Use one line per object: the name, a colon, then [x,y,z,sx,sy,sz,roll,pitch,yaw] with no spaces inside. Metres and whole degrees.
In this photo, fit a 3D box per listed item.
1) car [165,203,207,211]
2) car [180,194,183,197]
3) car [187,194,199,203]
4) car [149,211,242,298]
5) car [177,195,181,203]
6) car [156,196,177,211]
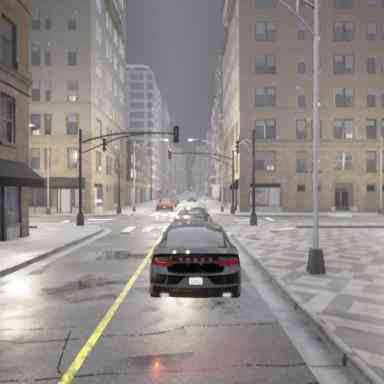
car: [0.088,1.541,18.366,2.033,1.411,5.357,0,0,6]
car: [-3.134,1.486,59.642,1.837,1.490,4.892,0,0,0]
car: [-0.007,1.578,70.775,1.895,1.301,4.718,0,0,0]
car: [0.066,1.475,8.556,1.882,1.535,5.008,0,0,0]
car: [-3.121,1.531,49.467,2.033,1.411,5.357,0,0,0]
car: [-3.142,1.464,39.736,1.882,1.535,5.008,0,0,-1]
